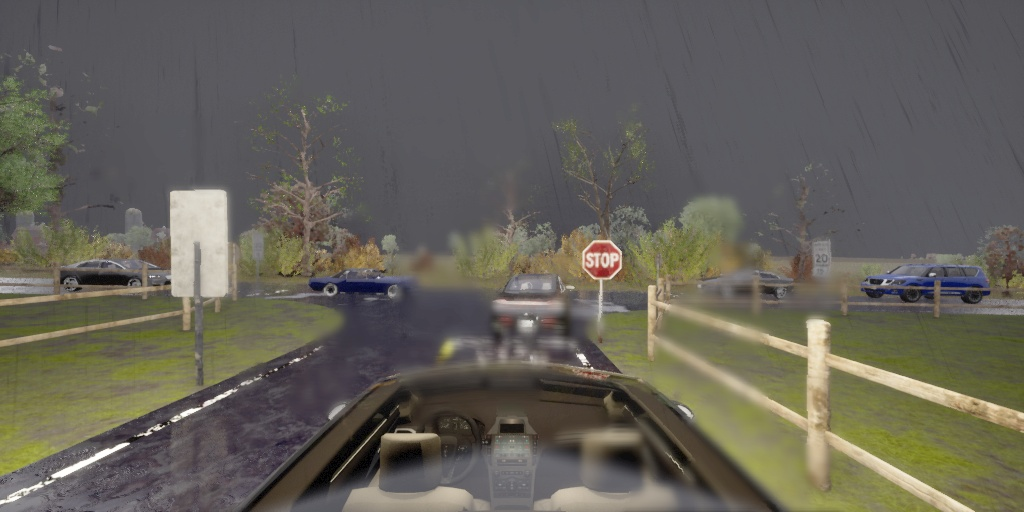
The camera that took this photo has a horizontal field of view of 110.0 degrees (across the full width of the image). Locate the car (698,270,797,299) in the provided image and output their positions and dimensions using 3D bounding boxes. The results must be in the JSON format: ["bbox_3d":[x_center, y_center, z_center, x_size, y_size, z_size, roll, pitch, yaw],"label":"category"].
[{"bbox_3d":[13.004,1.525,19.965,4.902,1.511,2.128,1,1,0],"label":"car"}]

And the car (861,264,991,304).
[{"bbox_3d":[22.900,1.466,19.954,5.566,2.045,2.150,1,1,0],"label":"car"}]

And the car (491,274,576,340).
[{"bbox_3d":[0.707,1.240,10.006,2.128,1.511,4.902,0,0,9],"label":"car"}]

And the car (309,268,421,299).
[{"bbox_3d":[-6.822,1.248,17.037,4.718,1.301,1.895,1,1,0],"label":"car"}]

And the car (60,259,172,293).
[{"bbox_3d":[-18.490,0.885,17.054,4.902,1.511,2.128,1,1,0],"label":"car"}]
